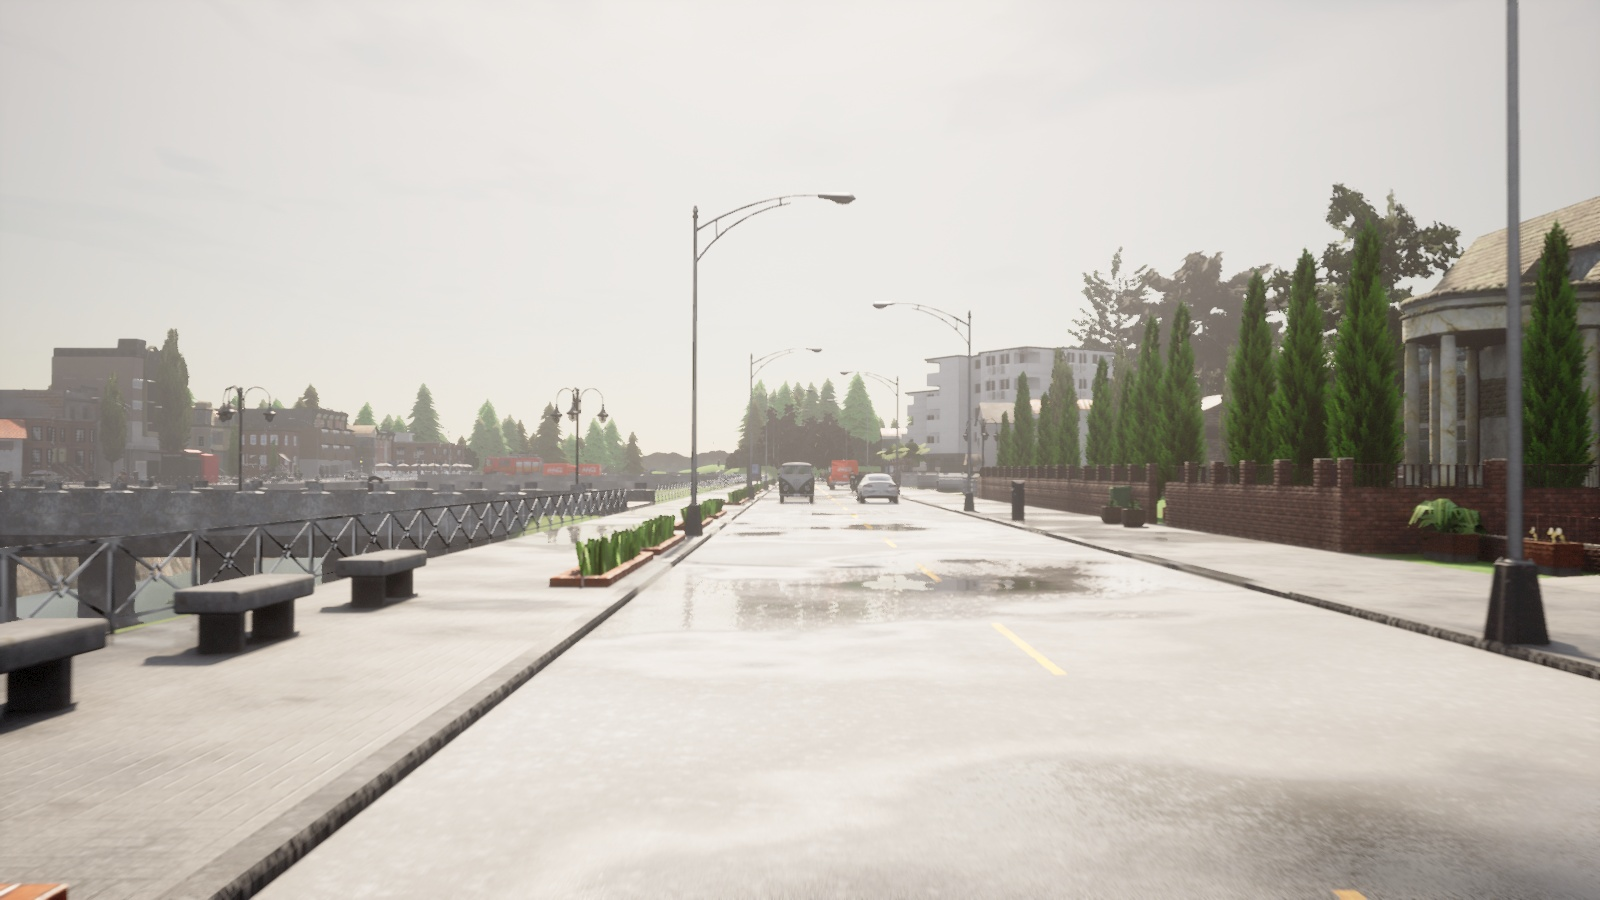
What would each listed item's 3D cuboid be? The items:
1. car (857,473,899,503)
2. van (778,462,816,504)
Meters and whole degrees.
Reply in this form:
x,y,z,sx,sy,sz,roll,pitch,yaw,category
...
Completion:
x,y,z,sx,sy,sz,roll,pitch,yaw,category
3.853,1.873,62.607,1.812,1.442,4.674,0,-1,0,car
-0.147,1.608,62.106,1.775,1.987,4.442,0,-1,0,van
